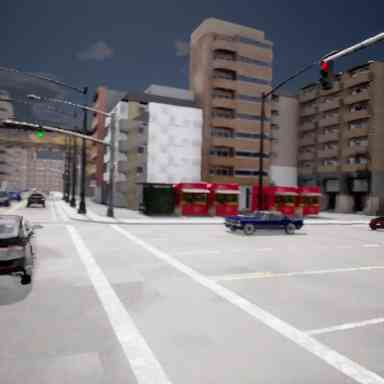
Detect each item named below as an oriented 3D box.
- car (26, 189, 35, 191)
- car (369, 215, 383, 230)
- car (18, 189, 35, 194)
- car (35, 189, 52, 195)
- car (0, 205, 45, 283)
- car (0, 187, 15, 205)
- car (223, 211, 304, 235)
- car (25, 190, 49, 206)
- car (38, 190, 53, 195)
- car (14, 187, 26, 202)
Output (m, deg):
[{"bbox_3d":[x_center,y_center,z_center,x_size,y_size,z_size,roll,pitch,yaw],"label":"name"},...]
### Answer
[{"bbox_3d":[-40.421,0.099,81.280,2.038,1.542,4.974,2,0,1],"label":"car"},{"bbox_3d":[15.298,2.247,24.827,4.181,1.385,1.994,3,0,-24],"label":"car"},{"bbox_3d":[-40.416,-0.059,81.332,1.853,1.218,4.536,2,0,1],"label":"car"},{"bbox_3d":[-36.481,0.220,82.644,2.038,1.542,4.974,2,0,-44],"label":"car"},{"bbox_3d":[-5.115,1.325,8.738,2.128,1.511,4.902,2,0,-23],"label":"car"},{"bbox_3d":[-20.864,0.645,36.051,2.097,1.767,4.553,2,0,-23],"label":"car"},{"bbox_3d":[4.266,1.797,19.964,4.718,1.301,1.895,2,0,-24],"label":"car"},{"bbox_3d":[-17.523,0.900,37.548,1.837,1.490,4.892,2,0,-23],"label":"car"},{"bbox_3d":[-36.512,0.061,82.681,1.853,1.218,4.536,2,0,-44],"label":"car"},{"bbox_3d":[-26.605,0.320,49.507,2.150,2.045,5.566,2,1,-23],"label":"car"}]
